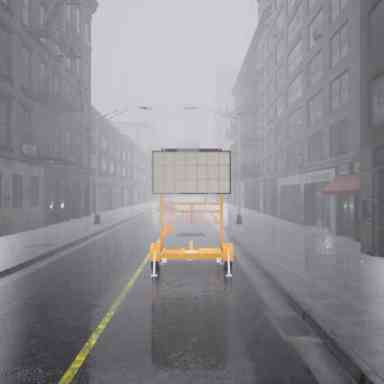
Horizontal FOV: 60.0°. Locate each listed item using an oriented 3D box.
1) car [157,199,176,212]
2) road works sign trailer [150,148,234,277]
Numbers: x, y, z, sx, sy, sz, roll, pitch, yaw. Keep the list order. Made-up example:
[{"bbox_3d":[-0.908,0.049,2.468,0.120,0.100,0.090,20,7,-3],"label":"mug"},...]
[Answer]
[{"bbox_3d":[-3.055,1.566,39.392,1.812,1.442,4.674,0,0,0],"label":"car"},{"bbox_3d":[-0.013,0.467,10.262,2.380,3.560,2.880,0,0,0],"label":"road works sign trailer"}]
